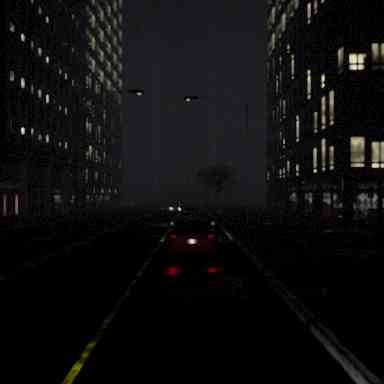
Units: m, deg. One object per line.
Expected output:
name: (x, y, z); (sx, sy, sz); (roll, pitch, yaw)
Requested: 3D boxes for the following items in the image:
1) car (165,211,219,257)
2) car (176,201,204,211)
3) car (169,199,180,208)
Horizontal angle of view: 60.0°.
car: (0.019, 1.705, 13.549); (1.994, 1.385, 4.181); (0, -1, 1)
car: (0.011, 1.791, 28.500); (2.128, 1.511, 4.902); (0, 0, 0)
car: (-3.064, 2.027, 62.231); (2.097, 1.767, 4.553); (0, -1, 1)
